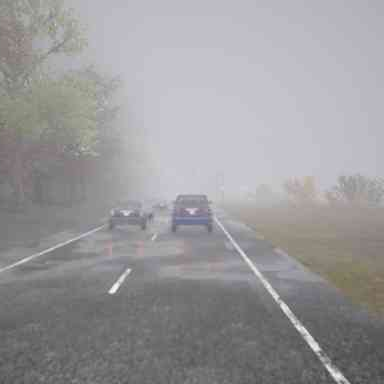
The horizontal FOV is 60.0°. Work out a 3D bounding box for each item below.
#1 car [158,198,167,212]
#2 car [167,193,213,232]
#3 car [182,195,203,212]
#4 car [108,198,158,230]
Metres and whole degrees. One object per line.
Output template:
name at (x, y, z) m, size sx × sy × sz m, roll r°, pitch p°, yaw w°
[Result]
car at (-3.443, 1.274, 33.954) m, size 1.895 × 1.301 × 4.718 m, roll 0°, pitch 1°, yaw 0°
car at (0.010, 1.044, 18.797) m, size 2.150 × 2.045 × 5.566 m, roll 0°, pitch 1°, yaw 0°
car at (0.066, 1.156, 35.026) m, size 2.128 × 1.511 × 4.902 m, roll 0°, pitch 1°, yaw 0°
car at (-3.481, 1.163, 19.859) m, size 2.097 × 1.767 × 4.553 m, roll 0°, pitch 1°, yaw 0°
